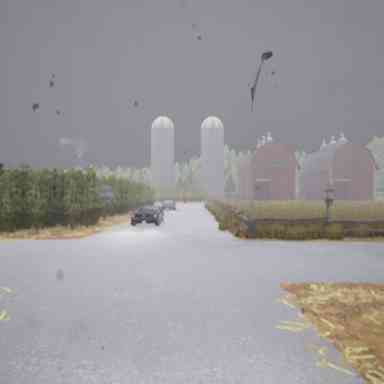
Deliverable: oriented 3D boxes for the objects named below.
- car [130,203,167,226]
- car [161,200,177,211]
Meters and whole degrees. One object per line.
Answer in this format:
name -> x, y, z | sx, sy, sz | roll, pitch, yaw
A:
car -> -3.089, 1.661, 23.720 | 1.895, 1.301, 4.718 | 0, -1, 0
car -> -3.062, 1.744, 43.598 | 1.812, 1.442, 4.674 | 0, 0, 0
